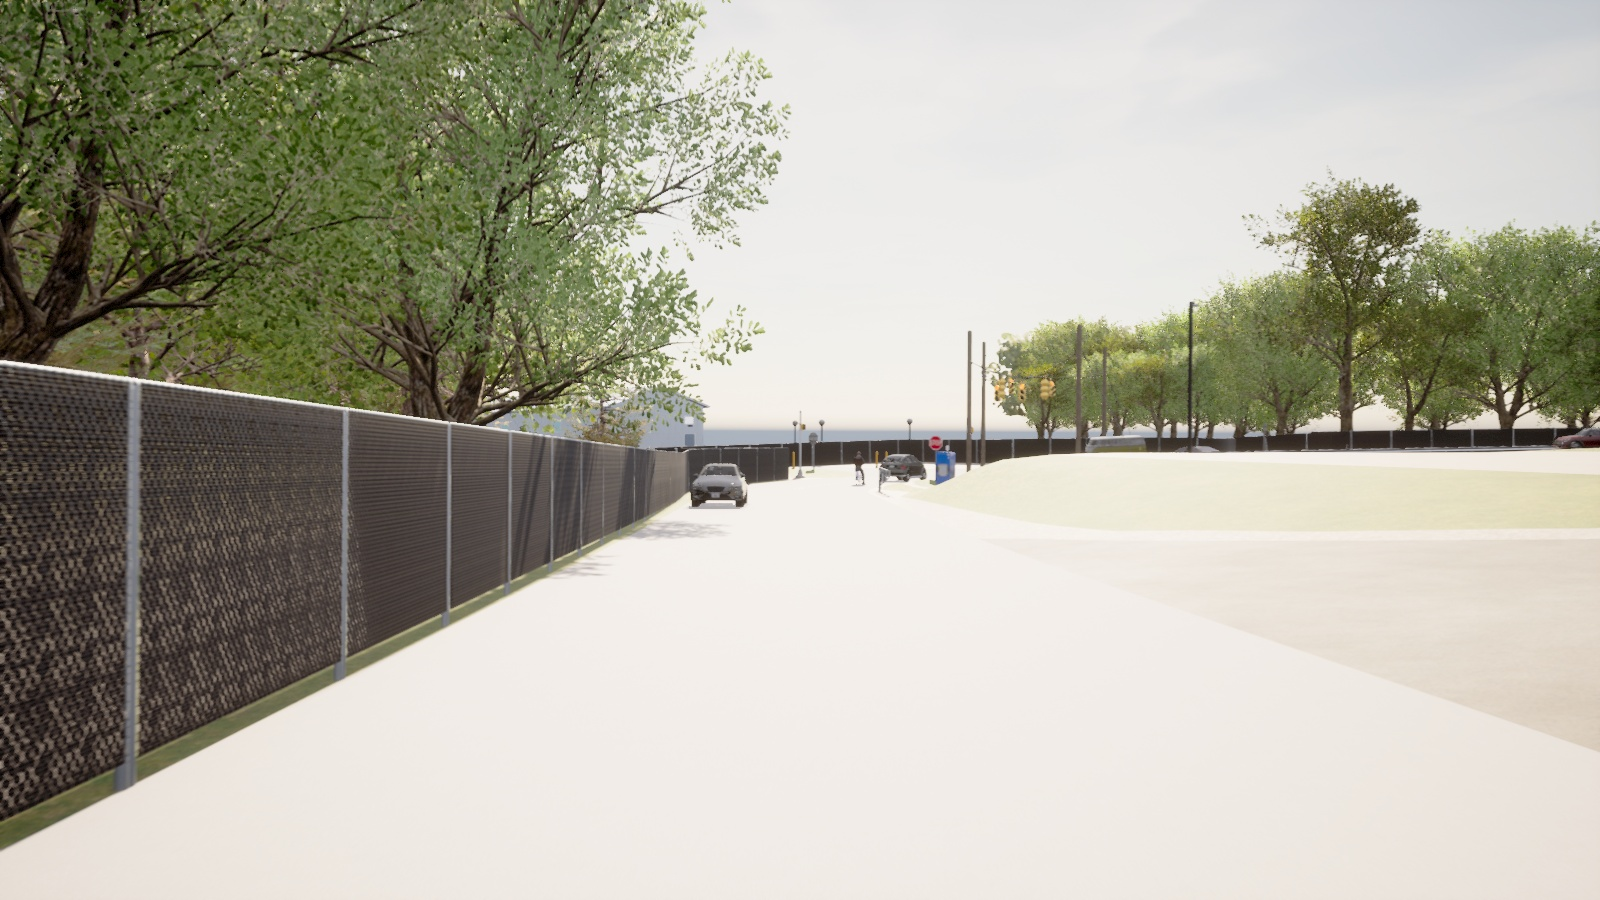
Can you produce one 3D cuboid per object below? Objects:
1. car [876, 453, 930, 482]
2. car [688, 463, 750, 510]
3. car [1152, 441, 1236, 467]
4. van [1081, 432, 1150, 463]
[{"bbox_3d":[6.003,0.995,72.936,1.789,1.549,3.705,0,1,27],"label":"car"},{"bbox_3d":[-2.775,1.234,43.686,1.816,1.474,4.193,0,0,1],"label":"car"},{"bbox_3d":[24.920,0.271,79.631,2.033,1.411,5.357,-1,-2,-23],"label":"car"},{"bbox_3d":[22.793,-0.185,90.817,4.442,1.987,1.775,-3,2,-16],"label":"van"}]
